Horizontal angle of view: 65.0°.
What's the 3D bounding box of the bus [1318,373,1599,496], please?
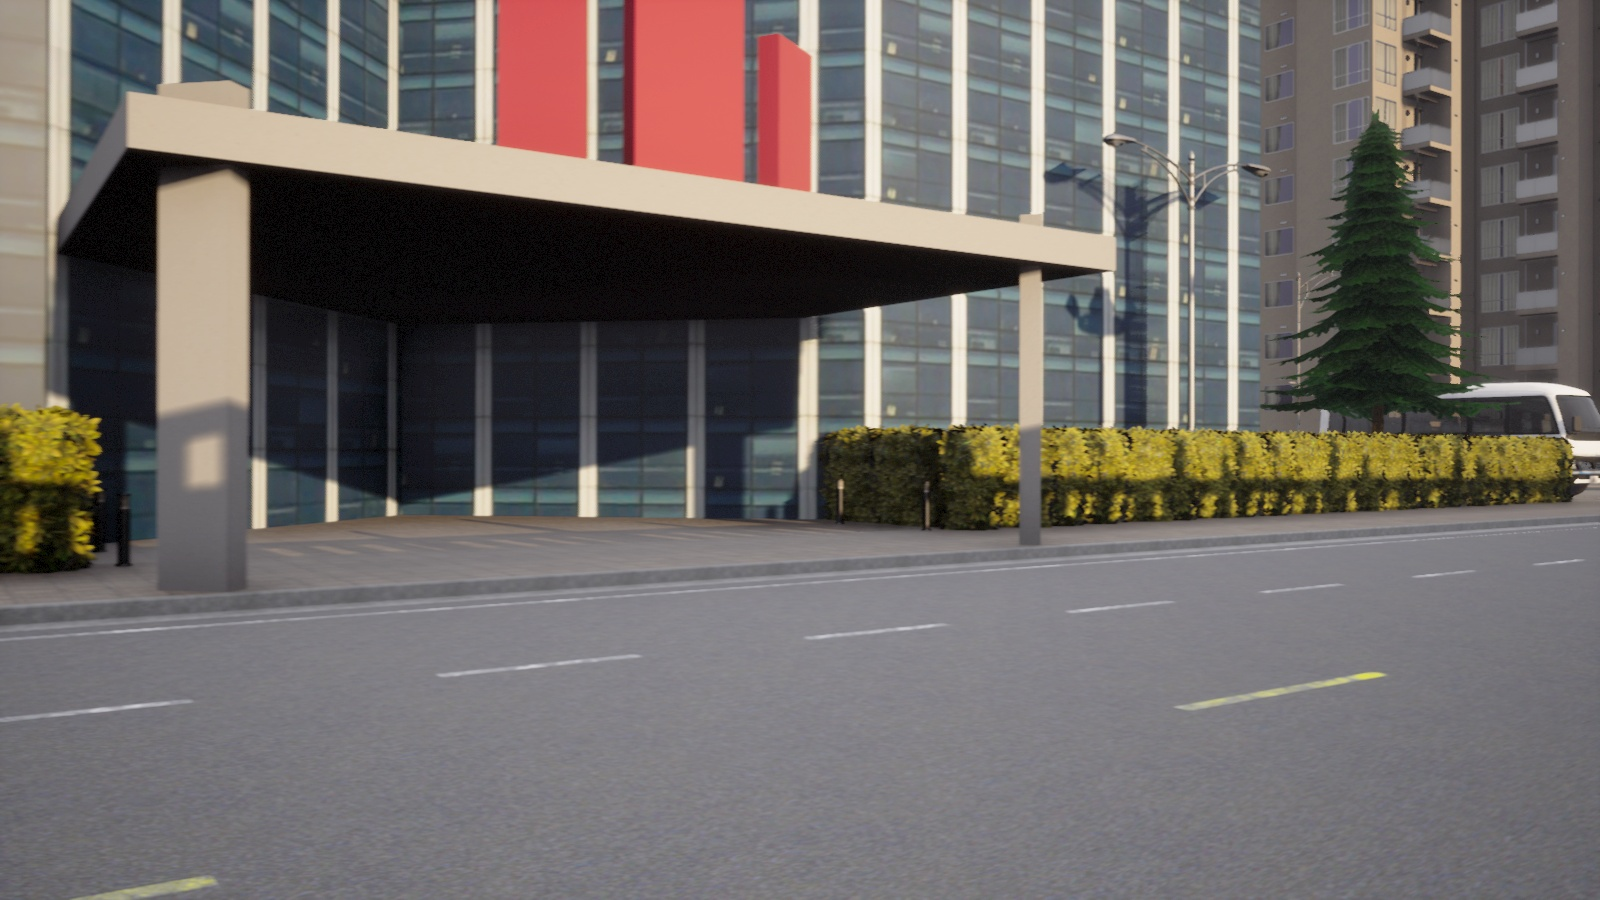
[{"bbox_3d":[25.880,-0.512,48.608,3.944,4.253,10.273,0,0,-35],"label":"bus"}]
